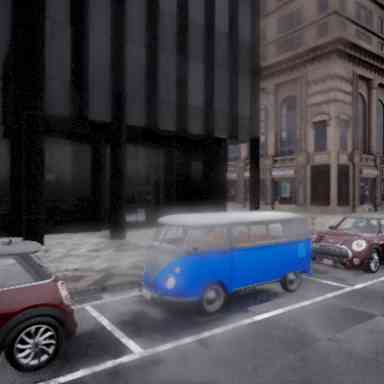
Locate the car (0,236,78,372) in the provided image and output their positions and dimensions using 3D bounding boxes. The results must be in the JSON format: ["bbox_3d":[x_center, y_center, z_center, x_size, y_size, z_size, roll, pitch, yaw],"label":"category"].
[{"bbox_3d":[-3.669,1.441,4.028,4.097,1.590,1.967,0,0,-35],"label":"car"}]

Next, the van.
[{"bbox_3d":[0.892,1.342,7.279,3.998,1.788,1.690,0,0,-35],"label":"van"}]

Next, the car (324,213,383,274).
[{"bbox_3d":[5.453,1.441,10.533,4.097,1.590,1.967,0,0,-35],"label":"car"}]
